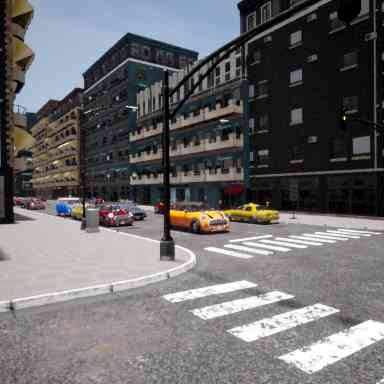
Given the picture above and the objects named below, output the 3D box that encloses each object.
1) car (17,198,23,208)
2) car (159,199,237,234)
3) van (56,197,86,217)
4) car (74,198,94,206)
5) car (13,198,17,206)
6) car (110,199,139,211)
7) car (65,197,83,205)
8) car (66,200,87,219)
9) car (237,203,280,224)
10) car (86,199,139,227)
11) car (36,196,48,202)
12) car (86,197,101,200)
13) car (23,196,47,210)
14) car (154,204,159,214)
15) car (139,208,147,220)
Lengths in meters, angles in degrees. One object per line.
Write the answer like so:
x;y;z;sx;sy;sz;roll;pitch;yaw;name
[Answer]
-25.065;1.770;51.000;1.947;1.339;4.313;-1;1;-35;car
0.203;1.409;20.022;2.097;1.767;4.553;-1;0;-35;car
-12.215;1.483;32.975;1.690;1.788;3.998;-1;1;-35;van
-18.243;1.644;55.865;1.947;1.339;4.313;-1;1;-35;car
-31.492;1.782;60.012;1.887;1.381;4.507;-1;1;-35;car
-8.603;1.581;42.348;2.008;1.369;4.403;-1;1;-35;car
-21.456;1.645;60.371;2.008;1.369;4.403;-1;1;-35;car
-8.900;1.652;28.333;1.752;1.417;4.829;-1;1;-35;car
4.152;1.498;24.463;1.752;1.417;4.829;-1;1;-35;car
-5.787;1.553;23.965;1.967;1.590;4.097;-1;1;-35;car
-37.523;1.728;82.901;1.887;1.381;4.507;-1;1;-35;car
-12.488;1.465;37.842;2.097;1.767;4.553;-1;1;-35;car
-21.854;1.628;46.494;1.967;1.590;4.097;-1;1;-35;car
-2.177;1.441;33.335;1.967;1.590;4.097;-1;1;-35;car
-5.795;1.631;28.442;2.033;1.411;5.357;-1;0;-35;car
